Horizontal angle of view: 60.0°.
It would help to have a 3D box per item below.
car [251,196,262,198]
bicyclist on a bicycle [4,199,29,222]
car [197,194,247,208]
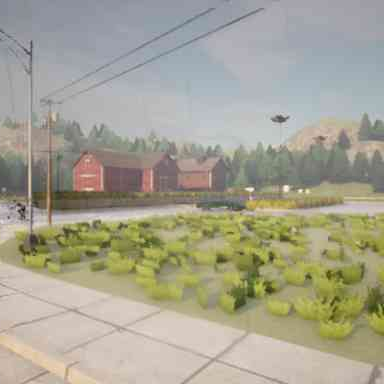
[{"bbox_3d":[11.031,1.441,56.412,1.882,1.535,5.008,0,0,36],"label":"car"},{"bbox_3d":[-12.528,1.346,23.869,1.656,1.620,0.582,0,0,-22],"label":"bicyclist on a bicycle"},{"bbox_3d":[3.311,1.195,36.928,5.566,2.045,2.150,0,-1,25],"label":"car"}]
